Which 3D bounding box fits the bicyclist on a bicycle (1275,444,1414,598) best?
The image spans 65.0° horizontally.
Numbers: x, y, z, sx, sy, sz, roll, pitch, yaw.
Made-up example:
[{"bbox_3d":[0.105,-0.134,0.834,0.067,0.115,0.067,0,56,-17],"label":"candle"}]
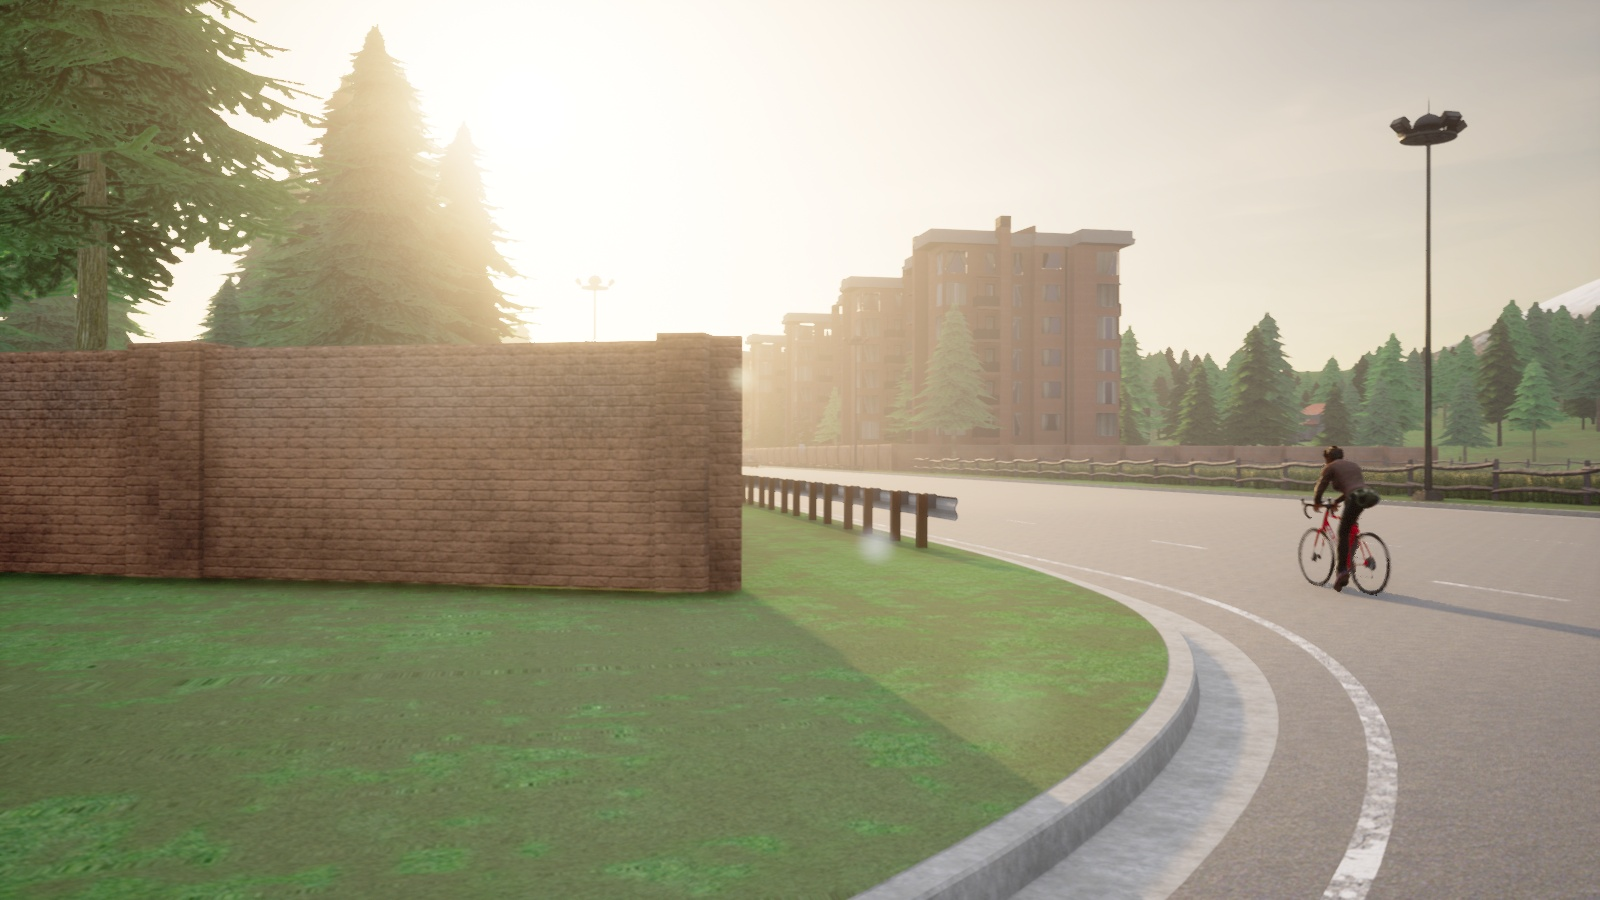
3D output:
[{"bbox_3d":[6.041,0.751,14.032,0.582,1.620,1.656,0,-1,-11],"label":"bicyclist on a bicycle"}]
